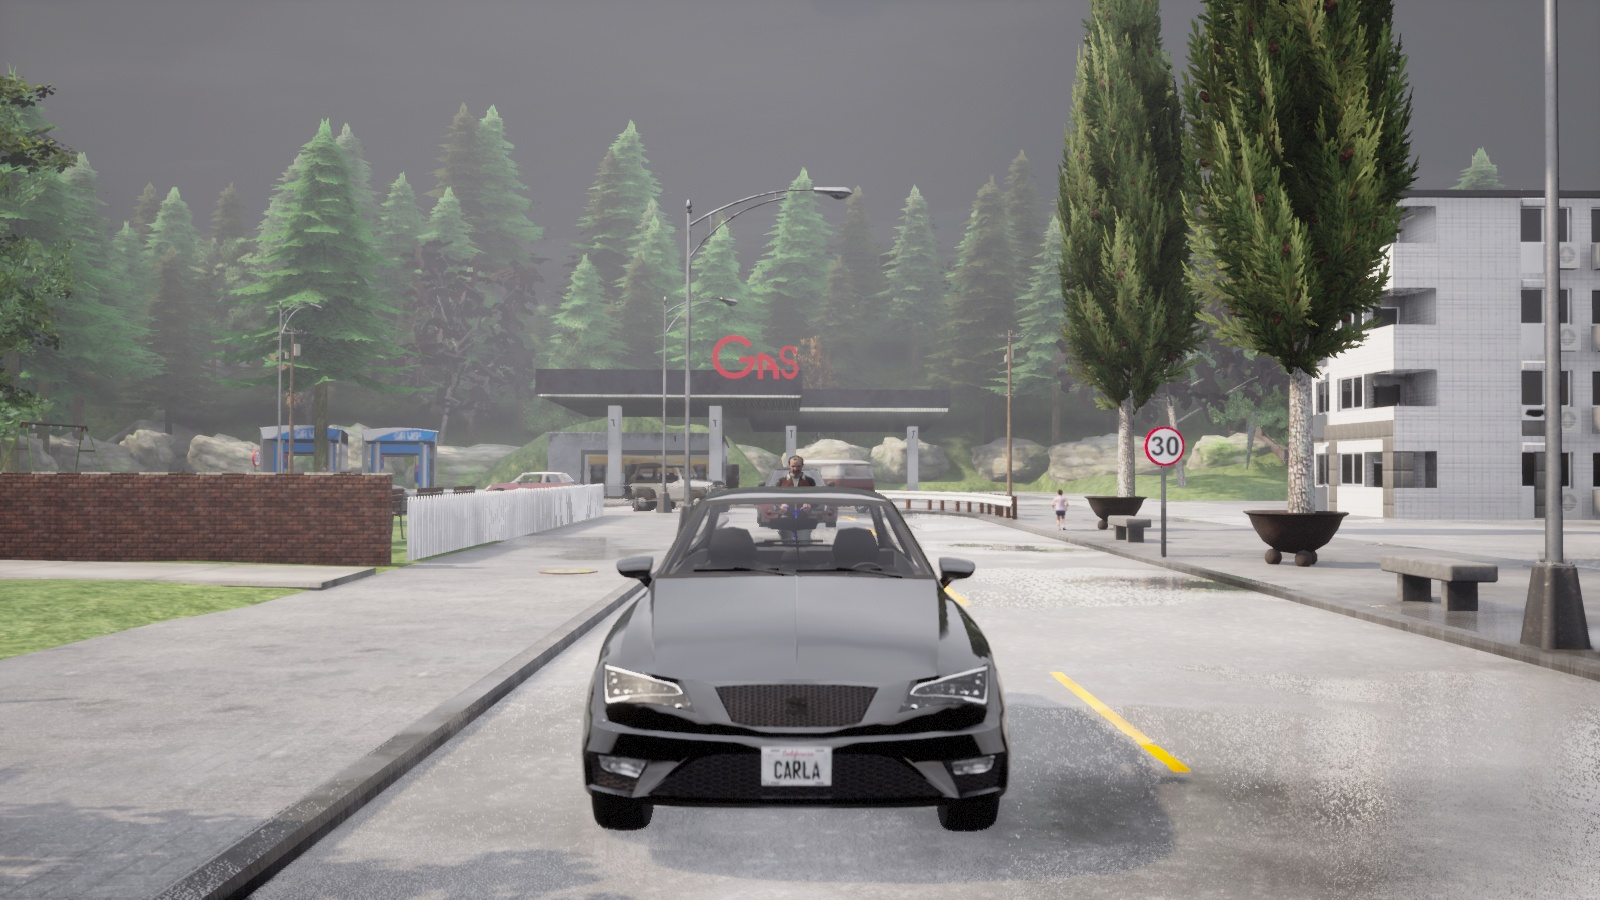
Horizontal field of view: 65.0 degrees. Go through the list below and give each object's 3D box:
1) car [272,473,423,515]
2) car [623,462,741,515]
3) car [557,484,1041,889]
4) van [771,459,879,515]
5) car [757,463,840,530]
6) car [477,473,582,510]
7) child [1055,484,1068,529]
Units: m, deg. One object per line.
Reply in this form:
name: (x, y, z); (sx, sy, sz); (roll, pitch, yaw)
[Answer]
car: (-16.961, 1.630, 47.271); (4.902, 1.511, 2.128); (0, -1, 0)
car: (-4.328, 1.400, 45.999); (3.866, 1.878, 1.905); (-1, -1, 24)
car: (-0.018, 0.943, 6.825); (1.816, 1.474, 4.193); (0, -1, 0)
van: (0.877, 1.351, 46.867); (1.775, 1.987, 4.442); (1, -1, -34)
car: (-0.107, 1.268, 35.494); (2.097, 1.767, 4.553); (0, -1, -3)
car: (-10.997, 1.683, 51.256); (3.806, 1.475, 1.970); (0, -1, 2)
child: (6.515, 1.403, 31.301); (0.255, 1.110, 0.394); (0, -1, 4)
